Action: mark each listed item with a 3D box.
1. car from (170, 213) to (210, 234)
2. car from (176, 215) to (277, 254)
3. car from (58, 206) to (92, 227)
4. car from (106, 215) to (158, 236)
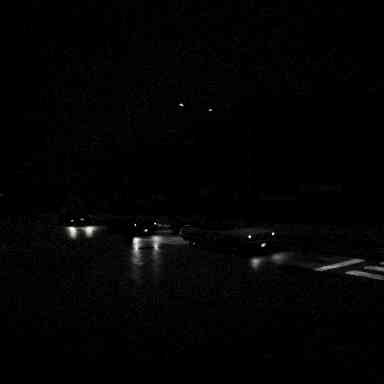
[{"bbox_3d":[0.272,2.079,22.116,1.994,1.385,4.181,0,-2,-36],"label":"car"},{"bbox_3d":[1.545,1.921,15.290,1.895,1.301,4.718,0,-2,-38],"label":"car"},{"bbox_3d":[-12.226,2.429,34.487,2.150,2.045,5.566,0,-2,-35],"label":"car"},{"bbox_3d":[-4.291,2.270,23.420,1.895,1.301,4.718,0,-2,-36],"label":"car"}]
